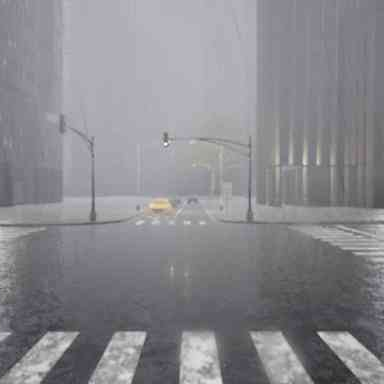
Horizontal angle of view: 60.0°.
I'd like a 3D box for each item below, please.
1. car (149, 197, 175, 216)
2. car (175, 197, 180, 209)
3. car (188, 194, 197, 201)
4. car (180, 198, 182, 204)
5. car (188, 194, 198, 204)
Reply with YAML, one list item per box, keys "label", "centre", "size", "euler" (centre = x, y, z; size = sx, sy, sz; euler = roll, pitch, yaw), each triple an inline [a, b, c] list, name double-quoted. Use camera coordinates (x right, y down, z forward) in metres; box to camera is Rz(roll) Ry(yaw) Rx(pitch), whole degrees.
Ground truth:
- label: "car"
  centre: [-3.053, 1.452, 32.518]
  size: [1.882, 1.535, 5.008]
  euler: [0, 0, 0]
- label: "car"
  centre: [-3.005, 1.525, 44.590]
  size: [1.994, 1.385, 4.181]
  euler: [0, 0, 0]
- label: "car"
  centre: [0.160, 1.204, 72.213]
  size: [1.837, 1.490, 4.892]
  euler: [0, 0, 0]
- label: "car"
  centre: [-2.903, 1.522, 61.166]
  size: [1.895, 1.301, 4.718]
  euler: [0, 0, 1]
- label: "car"
  centre: [0.127, 1.424, 61.791]
  size: [1.837, 1.490, 4.892]
  euler: [0, 0, 0]
